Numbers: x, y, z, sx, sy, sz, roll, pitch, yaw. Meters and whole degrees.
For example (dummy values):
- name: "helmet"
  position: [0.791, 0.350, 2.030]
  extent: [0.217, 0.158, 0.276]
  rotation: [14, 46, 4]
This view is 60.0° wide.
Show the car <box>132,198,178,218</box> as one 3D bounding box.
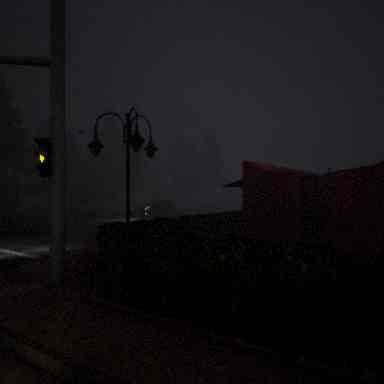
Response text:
- name: "car"
  position: [-3.355, 1.391, 30.349]
  extent: [2.097, 1.767, 4.553]
  rotation: [0, 0, 36]
